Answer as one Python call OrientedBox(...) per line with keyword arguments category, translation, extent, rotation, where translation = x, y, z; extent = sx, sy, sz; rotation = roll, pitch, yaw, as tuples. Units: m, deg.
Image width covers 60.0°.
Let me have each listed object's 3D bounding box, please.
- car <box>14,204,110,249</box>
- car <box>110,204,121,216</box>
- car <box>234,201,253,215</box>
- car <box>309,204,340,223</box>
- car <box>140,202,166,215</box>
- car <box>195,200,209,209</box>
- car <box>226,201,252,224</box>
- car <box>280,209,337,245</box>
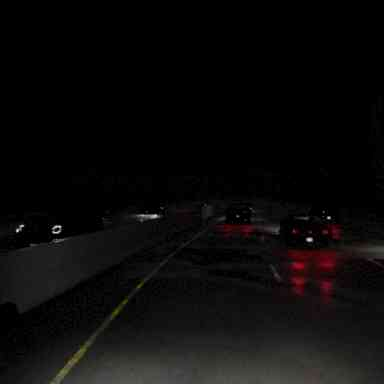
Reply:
OrientedBox(category="car", translation=(-5.698, 1.463, 14.824), extent=(2.097, 1.767, 4.553), rotation=(0, -1, 9))
OrientedBox(category="car", translation=(-9.186, 1.905, 34.985), extent=(1.895, 1.301, 4.718), rotation=(0, -1, 11))
OrientedBox(category="car", translation=(6.421, 1.911, 41.287), extent=(2.128, 1.511, 4.902), rotation=(0, -1, 11))
OrientedBox(category="car", translation=(11.151, 1.796, 28.355), extent=(1.837, 1.490, 4.892), rotation=(0, -1, 10))
OrientedBox(category="car", translation=(-4.647, 1.922, 40.260), extent=(2.033, 1.411, 5.357), rotation=(0, -1, 11))
OrientedBox(category="car", translation=(1.711, 2.048, 55.236), extent=(1.882, 1.535, 5.008), rotation=(0, -1, 11))
OrientedBox(category="car", translation=(3.892, 1.741, 27.571), extent=(1.882, 1.535, 5.008), rotation=(0, -1, 10))
OrientedBox(category="car", translation=(5.416, 1.757, 16.397), extent=(1.895, 1.301, 4.718), rotation=(0, -1, 10))
